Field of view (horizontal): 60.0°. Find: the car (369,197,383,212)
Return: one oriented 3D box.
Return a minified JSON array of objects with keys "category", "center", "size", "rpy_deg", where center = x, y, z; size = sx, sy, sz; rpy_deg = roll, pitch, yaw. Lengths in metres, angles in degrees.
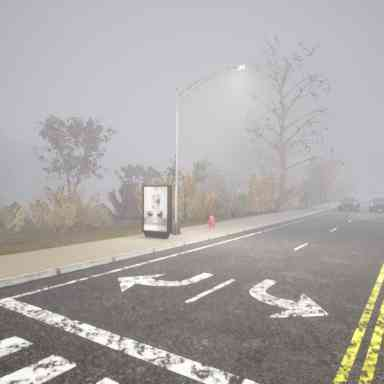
[{"category":"car","center":[21.536,1.392,38.056],"size":[2.097,1.767,4.553],"rpy_deg":[0,0,31]}]

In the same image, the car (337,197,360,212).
[{"category":"car","center":[18.736,1.389,39.706],"size":[2.097,1.767,4.553],"rpy_deg":[0,0,31]}]
